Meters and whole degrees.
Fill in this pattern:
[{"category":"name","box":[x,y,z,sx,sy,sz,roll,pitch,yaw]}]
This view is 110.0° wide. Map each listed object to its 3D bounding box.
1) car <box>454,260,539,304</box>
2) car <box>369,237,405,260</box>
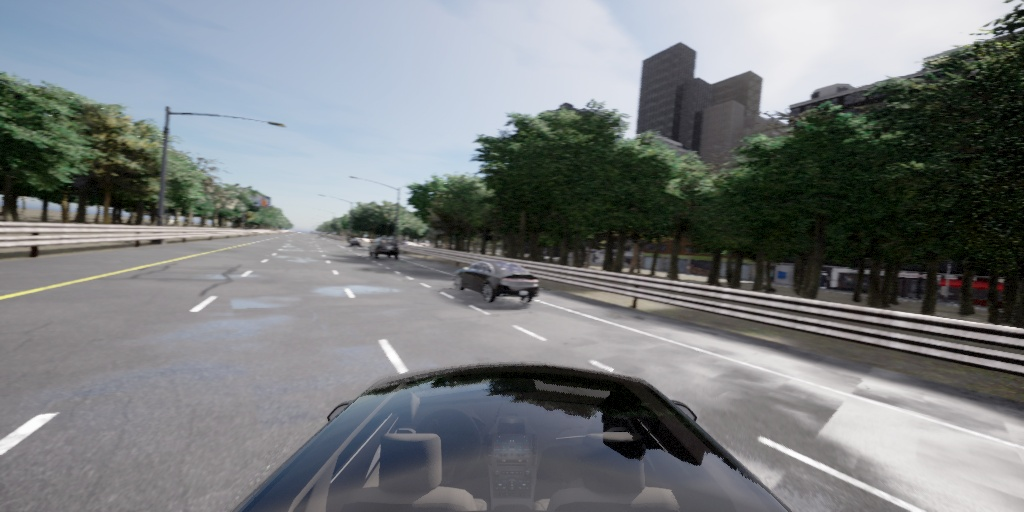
[{"category":"car","box":[-0.776,0.934,14.618,2.128,1.511,4.902,5,1,-30]},{"category":"car","box":[-12.657,-0.785,35.447,2.150,2.045,5.566,5,1,-30]}]
